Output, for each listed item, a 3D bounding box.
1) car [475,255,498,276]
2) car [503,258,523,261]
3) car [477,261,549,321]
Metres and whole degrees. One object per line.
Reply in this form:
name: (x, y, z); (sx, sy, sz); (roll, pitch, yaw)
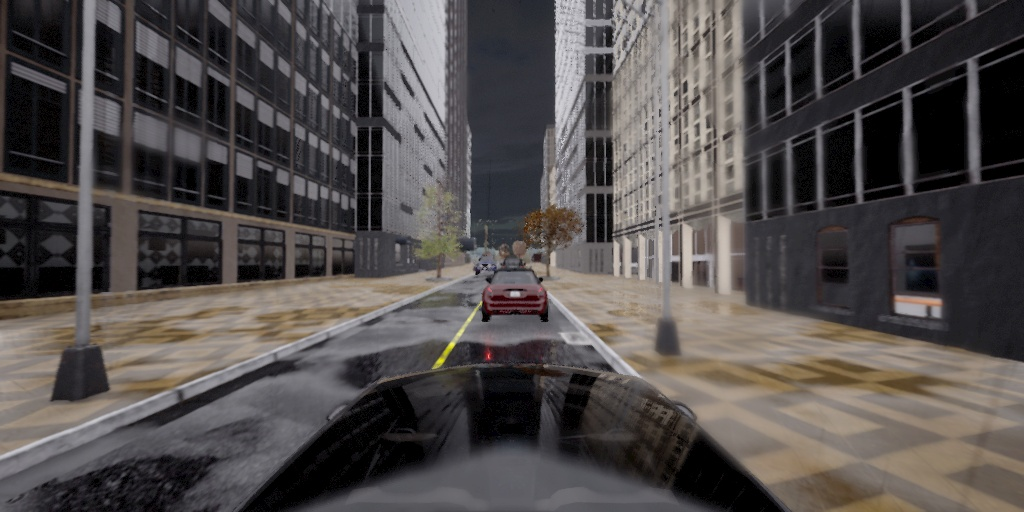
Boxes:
car: (-2.766, 0.946, 39.506); (2.150, 2.045, 5.566); (0, 0, 0)
car: (0.088, 1.175, 32.304); (2.150, 2.045, 5.566); (0, 0, 0)
car: (0.096, 1.175, 12.905); (2.097, 1.767, 4.553); (0, 0, 0)
